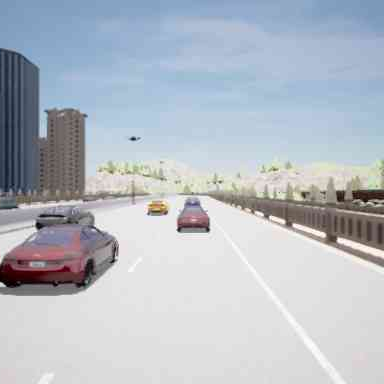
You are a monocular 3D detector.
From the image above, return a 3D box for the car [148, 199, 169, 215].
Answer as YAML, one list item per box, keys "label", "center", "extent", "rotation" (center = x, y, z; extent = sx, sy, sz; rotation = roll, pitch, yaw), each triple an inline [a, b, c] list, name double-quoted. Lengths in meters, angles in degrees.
- label: "car"
  center: [-3.412, 1.479, 34.425]
  extent: [1.882, 1.535, 5.008]
  rotation: [0, 0, 0]

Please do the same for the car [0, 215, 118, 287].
- label: "car"
  center: [-3.405, 1.564, 9.329]
  extent: [1.994, 1.385, 4.181]
  rotation: [0, 0, 0]

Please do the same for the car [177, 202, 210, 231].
- label: "car"
  center: [0.093, 1.565, 20.782]
  extent: [1.994, 1.385, 4.181]
  rotation: [0, 0, 0]

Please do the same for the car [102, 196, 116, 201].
- label: "car"
  center: [-14.055, 1.550, 56.804]
  extent: [2.033, 1.411, 5.357]
  rotation: [0, 0, 1]

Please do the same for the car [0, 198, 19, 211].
- label: "car"
  center: [-17.604, 1.354, 29.999]
  extent: [2.097, 1.767, 4.553]
  rotation: [0, 0, 0]

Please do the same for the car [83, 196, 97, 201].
- label: "car"
  center: [-21.023, 1.556, 68.729]
  extent: [1.994, 1.385, 4.181]
  rotation: [0, 0, 0]

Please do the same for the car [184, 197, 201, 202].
- label: "car"
  center: [0.086, 1.353, 42.053]
  extent: [2.097, 1.767, 4.553]
  rotation: [0, 0, 0]

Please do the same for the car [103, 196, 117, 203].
- label: "car"
  center: [-17.524, 1.528, 70.956]
  extent: [1.812, 1.442, 4.674]
  rotation: [0, 0, 0]

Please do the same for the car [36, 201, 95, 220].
- label: "car"
  center: [-6.905, 1.493, 18.571]
  extent: [2.128, 1.511, 4.902]
  rotation: [0, 0, 0]
